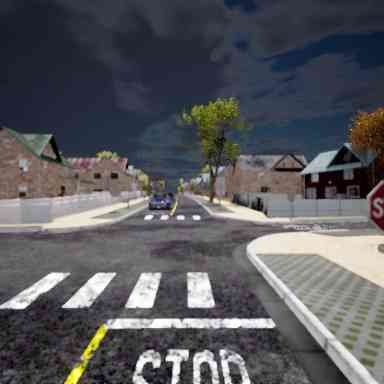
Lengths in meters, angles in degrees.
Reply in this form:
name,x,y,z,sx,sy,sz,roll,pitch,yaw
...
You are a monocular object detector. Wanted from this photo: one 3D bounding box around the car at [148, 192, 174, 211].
name,x,y,z,sx,sy,sz,roll,pitch,yaw
car,-3.163,0.842,33.415,2.097,1.767,4.553,0,0,-1
